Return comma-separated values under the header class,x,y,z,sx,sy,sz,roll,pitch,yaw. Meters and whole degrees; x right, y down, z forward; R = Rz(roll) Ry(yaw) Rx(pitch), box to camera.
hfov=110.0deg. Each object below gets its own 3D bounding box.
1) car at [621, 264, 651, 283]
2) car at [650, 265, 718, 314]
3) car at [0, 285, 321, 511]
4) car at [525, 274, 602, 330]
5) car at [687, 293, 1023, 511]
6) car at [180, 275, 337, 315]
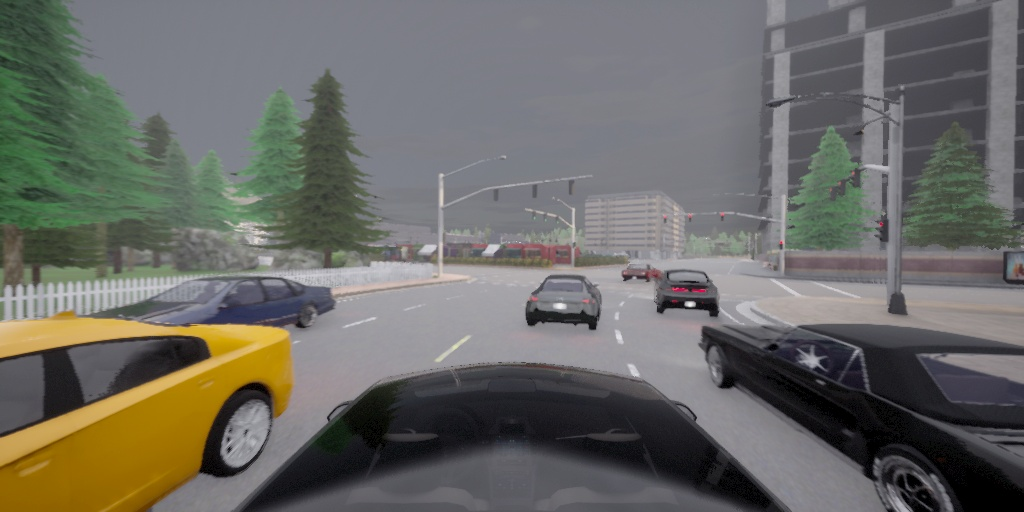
class,x,y,z,sx,sy,sz,roll,pitch,yaw
car,9.874,1.256,27.252,1.895,1.301,4.718,1,0,33
car,6.251,1.218,13.216,1.837,1.490,4.892,1,1,20
car,-3.410,1.186,1.875,1.882,1.535,5.008,0,1,3
car,1.703,1.243,11.084,1.994,1.385,4.181,1,0,14
car,3.856,1.376,3.841,1.895,1.301,4.718,1,0,5
car,-6.308,1.162,8.038,2.033,1.411,5.357,1,1,9
